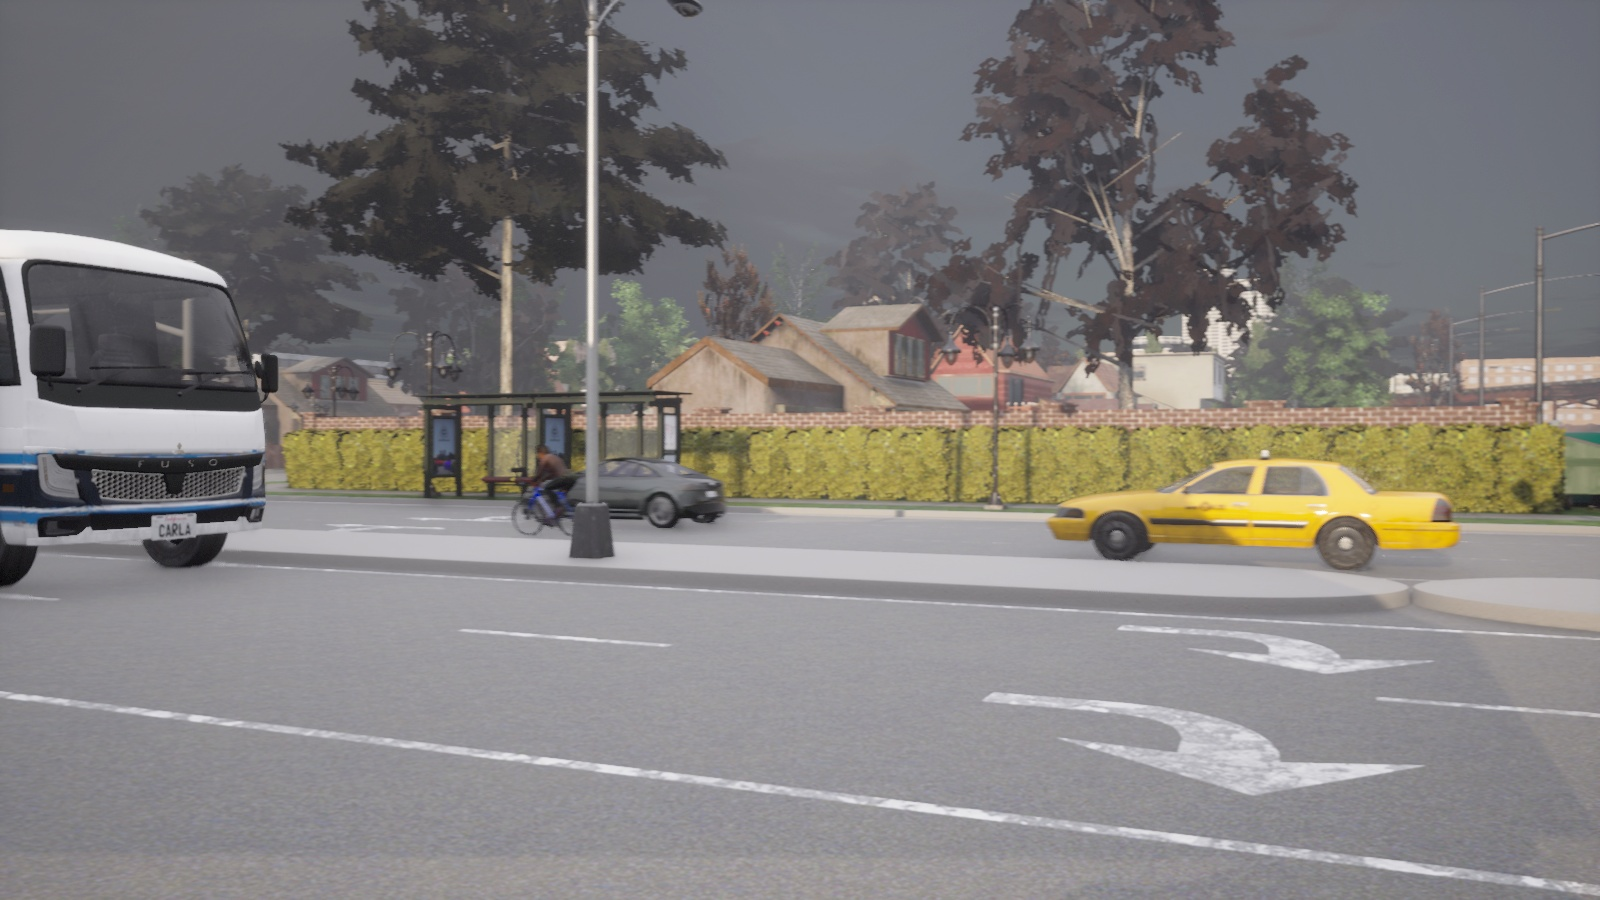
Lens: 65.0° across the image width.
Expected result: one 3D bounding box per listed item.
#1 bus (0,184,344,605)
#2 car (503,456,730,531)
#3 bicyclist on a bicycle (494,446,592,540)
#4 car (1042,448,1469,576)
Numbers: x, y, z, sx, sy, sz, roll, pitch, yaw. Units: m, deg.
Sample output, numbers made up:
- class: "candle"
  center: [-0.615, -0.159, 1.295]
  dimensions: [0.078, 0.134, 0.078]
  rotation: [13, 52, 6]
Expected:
- class: "bus"
  center: [-11.429, -0.587, 16.548]
  dimensions: [10.273, 4.253, 3.944]
  rotation: [0, 0, 23]
- class: "car"
  center: [-3.758, 0.836, 25.759]
  dimensions: [4.181, 1.385, 1.994]
  rotation: [0, 0, 23]
- class: "bicyclist on a bicycle"
  center: [-4.567, 0.738, 22.295]
  dimensions: [1.656, 1.620, 0.582]
  rotation: [0, 0, 23]
- class: "car"
  center: [6.261, 0.779, 17.598]
  dimensions: [5.366, 1.575, 1.801]
  rotation: [0, 0, 23]
